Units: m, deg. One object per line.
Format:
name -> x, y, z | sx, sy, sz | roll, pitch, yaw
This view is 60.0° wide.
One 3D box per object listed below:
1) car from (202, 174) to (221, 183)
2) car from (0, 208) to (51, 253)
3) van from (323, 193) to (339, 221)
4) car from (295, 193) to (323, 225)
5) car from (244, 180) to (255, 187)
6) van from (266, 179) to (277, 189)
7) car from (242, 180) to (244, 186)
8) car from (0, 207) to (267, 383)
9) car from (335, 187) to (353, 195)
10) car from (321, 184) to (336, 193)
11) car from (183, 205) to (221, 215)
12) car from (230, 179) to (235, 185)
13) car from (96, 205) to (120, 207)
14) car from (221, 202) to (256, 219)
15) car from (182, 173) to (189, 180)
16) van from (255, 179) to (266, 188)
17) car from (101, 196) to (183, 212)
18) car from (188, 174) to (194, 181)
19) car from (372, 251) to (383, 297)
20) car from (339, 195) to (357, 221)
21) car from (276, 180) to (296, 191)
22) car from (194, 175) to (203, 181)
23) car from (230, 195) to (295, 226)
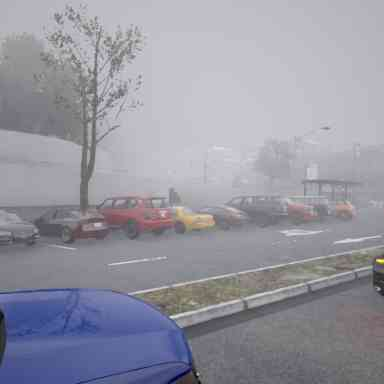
car -> 5.601, -3.176, 86.181 | 1.946, 1.575, 5.366 | 7, 3, 34
car -> -8.468, 1.493, 14.171 | 4.892, 1.521, 2.231 | -1, -1, 35
van -> 8.826, 1.297, 26.216 | 4.442, 1.987, 1.878 | -1, -1, 35
car -> 6.284, 1.267, 24.551 | 5.566, 2.045, 2.435 | -1, -1, 35
car -> 14.256, -1.811, 73.871 | 1.946, 1.575, 5.366 | 7, 3, 35
van -> 17.549, -1.490, 68.662 | 1.878, 1.987, 4.442 | 7, 4, 35
car -> 12.429, -2.043, 76.195 | 2.002, 1.452, 4.674 | 7, 4, 35
car -> -2.431, 1.221, 1.402 | 5.566, 2.045, 2.150 | 0, 0, -35
car -> 26.186, 0.137, 56.425 | 2.002, 1.452, 4.674 | 7, 3, 35
car -> 24.500, -0.425, 58.900 | 2.435, 2.045, 5.566 | 7, 3, 35
car -> -1.273, 1.503, 19.476 | 5.366, 1.575, 1.946 | -1, -1, 35
car -> 10.692, -2.317, 78.661 | 2.002, 1.452, 4.674 | 7, 3, 35
car -> -6.045, 1.524, 15.913 | 4.792, 1.488, 2.163 | -1, -1, 35
car -> 1.336, 1.549, 21.098 | 4.674, 1.452, 2.002 | -1, -1, 35
car -> 0.240, -4.085, 93.387 | 2.185, 1.767, 4.553 | 4, 1, 34
van -> 15.825, -1.763, 71.137 | 1.878, 1.987, 4.442 | 7, 4, 35
car -> -3.597, 1.248, 17.653 | 5.566, 2.045, 2.435 | -1, -1, 35
car -> 1.965, -3.850, 90.914 | 2.185, 1.767, 4.553 | 6, 3, 34
car -> 5.821, 1.515, 7.256 | 4.892, 1.490, 1.837 | 0, 0, -35
car -> 11.239, 1.404, 27.961 | 4.553, 1.767, 2.185 | -1, -1, 35
car -> 19.304, -0.992, 66.296 | 2.231, 1.521, 4.892 | 7, 3, 35
car -> 3.755, -3.698, 88.444 | 2.435, 2.045, 5.566 | 7, 3, 34
car -> 3.767, 1.263, 22.851 | 5.566, 2.045, 2.435 | -1, -1, 35
